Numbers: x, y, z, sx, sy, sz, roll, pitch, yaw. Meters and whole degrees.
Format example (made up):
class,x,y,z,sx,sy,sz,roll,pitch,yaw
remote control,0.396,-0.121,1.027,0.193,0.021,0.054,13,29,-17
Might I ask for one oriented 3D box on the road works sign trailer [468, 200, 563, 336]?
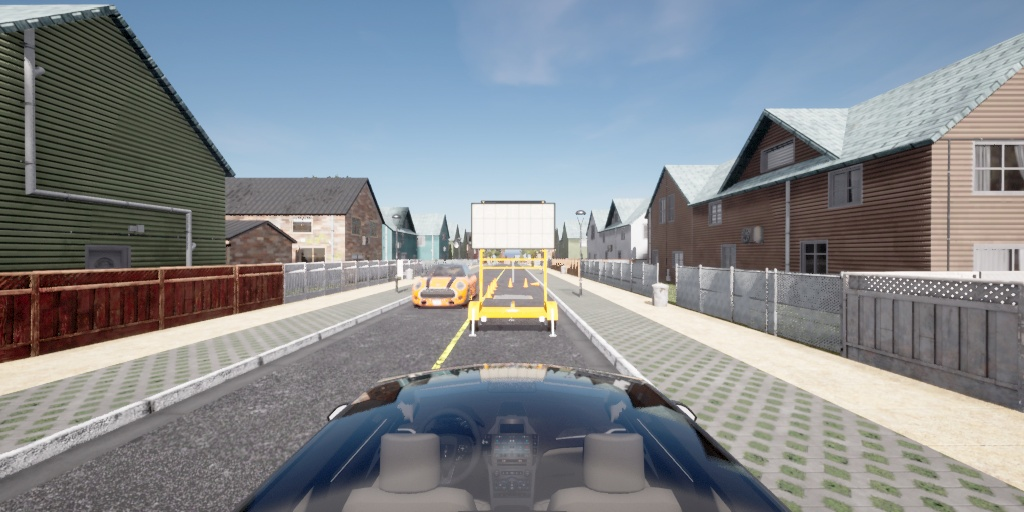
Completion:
class,x,y,z,sx,sy,sz,roll,pitch,yaw
road works sign trailer,0.035,0.215,10.338,2.380,3.560,2.880,0,0,1

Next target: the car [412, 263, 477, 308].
class,x,y,z,sx,sy,sz,roll,pitch,yaw
car,-2.705,1.106,15.254,2.097,1.767,4.553,0,0,0
